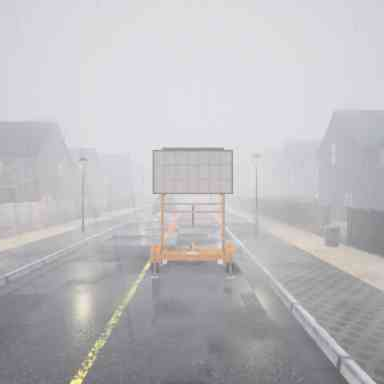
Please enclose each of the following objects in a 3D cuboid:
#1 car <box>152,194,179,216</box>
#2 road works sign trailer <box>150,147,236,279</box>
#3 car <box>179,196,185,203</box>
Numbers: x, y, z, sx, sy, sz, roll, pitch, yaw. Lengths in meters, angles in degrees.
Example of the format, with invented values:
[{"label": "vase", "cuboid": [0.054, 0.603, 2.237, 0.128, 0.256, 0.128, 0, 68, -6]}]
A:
[{"label": "car", "cuboid": [-2.776, 1.277, 34.182, 2.150, 2.045, 5.566, 0, 0, 0]}, {"label": "road works sign trailer", "cuboid": [0.027, 0.466, 10.071, 2.380, 3.560, 2.880, 0, 0, 1]}, {"label": "car", "cuboid": [-2.594, 1.644, 71.513, 2.097, 1.767, 4.553, 0, -1, 0]}]
